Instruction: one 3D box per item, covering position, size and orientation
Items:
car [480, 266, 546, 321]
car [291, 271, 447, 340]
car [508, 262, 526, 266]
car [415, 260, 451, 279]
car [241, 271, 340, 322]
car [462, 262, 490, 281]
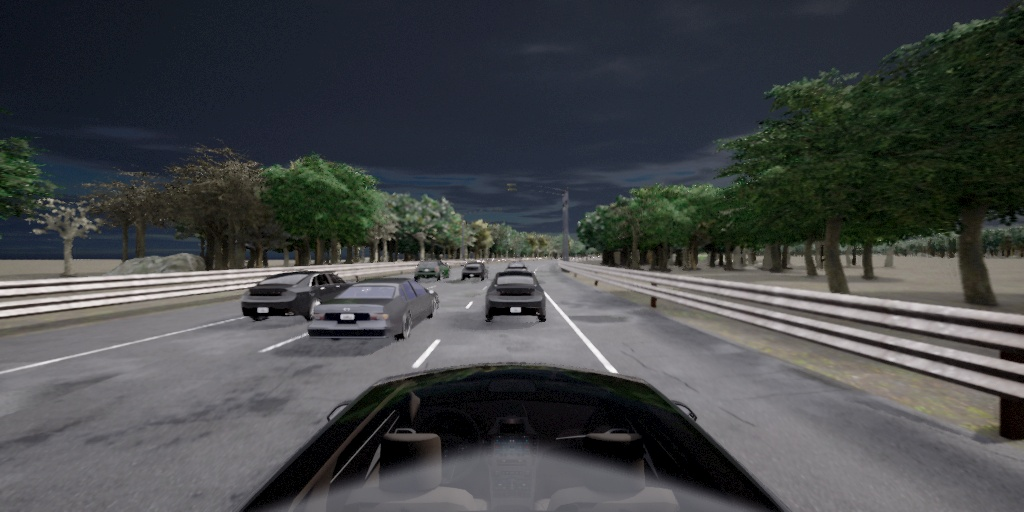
[{"bbox_3d":[0.107,1.263,12.450,1.837,1.490,4.892,0,0,0],"label":"car"},{"bbox_3d":[-3.397,1.304,9.910,2.033,1.411,5.357,0,0,0],"label":"car"},{"bbox_3d":[0.442,1.263,30.317,2.128,1.511,4.902,0,0,2],"label":"car"},{"bbox_3d":[-6.564,1.123,30.106,2.097,1.767,4.553,0,0,2],"label":"car"},{"bbox_3d":[-6.893,1.262,12.347,1.837,1.490,4.892,0,0,0],"label":"car"},{"bbox_3d":[-3.053,1.276,30.478,1.837,1.490,4.892,0,0,2],"label":"car"}]
